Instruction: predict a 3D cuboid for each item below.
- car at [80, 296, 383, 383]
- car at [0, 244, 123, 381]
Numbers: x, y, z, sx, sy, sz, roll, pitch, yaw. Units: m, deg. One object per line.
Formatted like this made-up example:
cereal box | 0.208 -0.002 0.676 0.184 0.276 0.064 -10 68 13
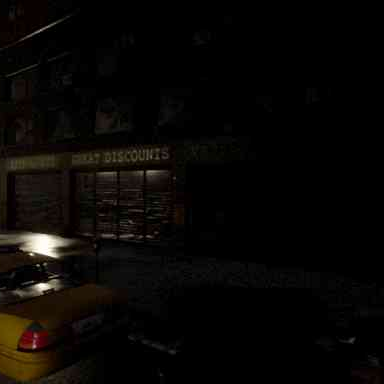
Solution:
car | 1.587 1.551 1.956 4.403 1.369 2.008 0 1 36
car | -3.097 1.524 5.301 4.829 1.417 1.752 0 1 36
